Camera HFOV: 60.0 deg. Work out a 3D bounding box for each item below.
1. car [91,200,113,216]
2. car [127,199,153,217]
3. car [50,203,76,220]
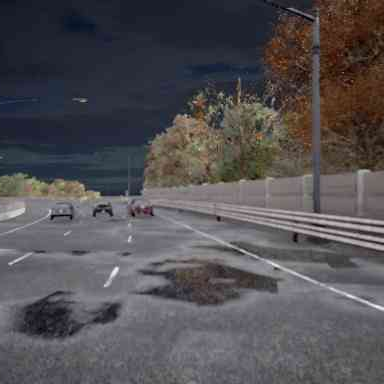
[{"bbox_3d":[-9.140,1.608,33.872,1.837,1.490,4.892,0,0,-18],"label":"car"},{"bbox_3d":[-5.162,1.428,32.769,2.097,1.767,4.553,0,0,-17],"label":"car"},{"bbox_3d":[-11.430,1.660,29.653,2.033,1.411,5.357,0,0,-16],"label":"car"}]
